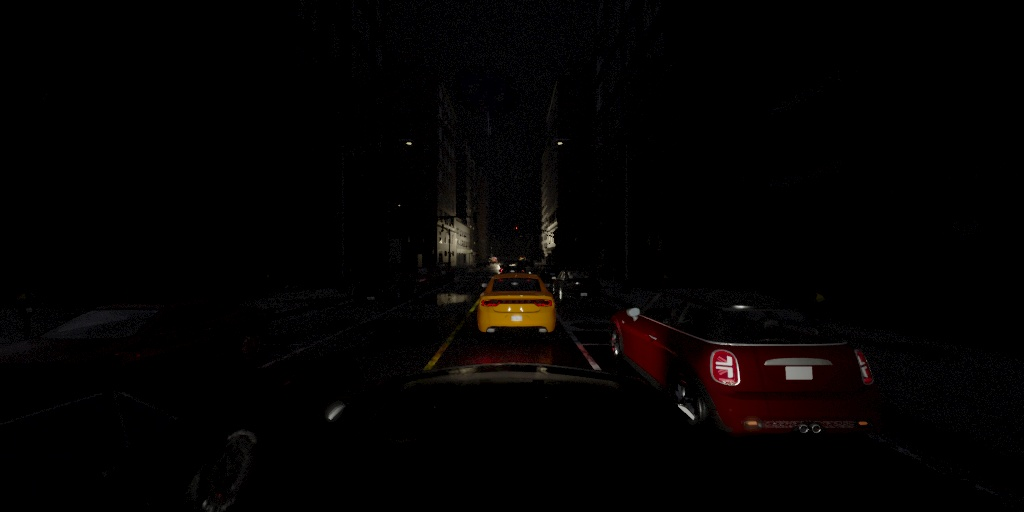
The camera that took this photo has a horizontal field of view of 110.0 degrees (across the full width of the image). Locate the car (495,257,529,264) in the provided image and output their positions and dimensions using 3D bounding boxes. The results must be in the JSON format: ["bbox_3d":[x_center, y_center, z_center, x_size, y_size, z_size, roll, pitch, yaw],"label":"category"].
[{"bbox_3d":[0.075,1.105,28.118,2.097,1.767,4.553,0,0,1],"label":"car"}]

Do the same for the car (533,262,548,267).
[{"bbox_3d":[2.901,1.319,27.515,1.948,1.339,4.313,0,0,0],"label":"car"}]

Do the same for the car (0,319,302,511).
[{"bbox_3d":[-3.102,1.351,1.463,1.895,1.301,4.718,0,0,0],"label":"car"}]

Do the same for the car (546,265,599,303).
[{"bbox_3d":[2.882,1.301,16.513,2.007,1.370,4.403,0,0,0],"label":"car"}]

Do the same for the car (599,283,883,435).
[{"bbox_3d":[2.863,1.190,5.510,1.967,1.591,4.097,0,0,0],"label":"car"}]

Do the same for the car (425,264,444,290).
[{"bbox_3d":[-5.634,1.334,22.029,1.802,1.307,4.207,0,0,0],"label":"car"}]

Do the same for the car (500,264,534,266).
[{"bbox_3d":[0.131,1.315,19.385,1.994,1.385,4.181,0,0,0],"label":"car"}]

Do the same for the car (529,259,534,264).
[{"bbox_3d":[3.000,1.232,64.604,1.967,1.591,4.097,0,0,0],"label":"car"}]

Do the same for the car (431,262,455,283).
[{"bbox_3d":[-5.624,1.193,27.530,1.967,1.591,4.097,0,0,0],"label":"car"}]

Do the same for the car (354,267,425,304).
[{"bbox_3d":[-5.643,1.317,16.527,1.948,1.339,4.313,0,0,0],"label":"car"}]

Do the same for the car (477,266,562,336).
[{"bbox_3d":[0.112,1.228,10.397,1.882,1.535,5.008,0,0,0],"label":"car"}]

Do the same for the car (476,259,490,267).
[{"bbox_3d":[-5.525,1.375,64.632,1.802,1.307,4.207,0,0,0],"label":"car"}]

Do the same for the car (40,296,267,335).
[{"bbox_3d":[-5.662,1.332,5.525,1.802,1.307,4.207,0,0,0],"label":"car"}]
